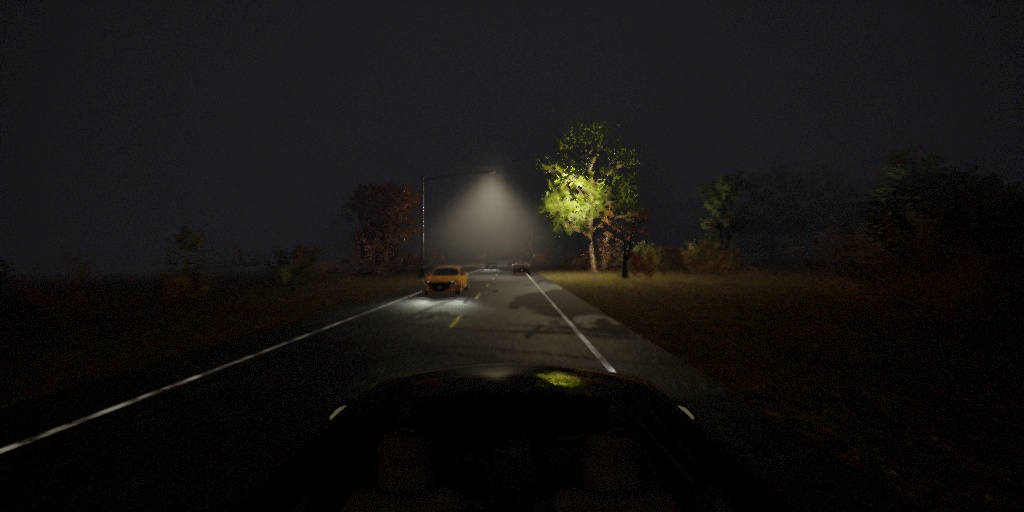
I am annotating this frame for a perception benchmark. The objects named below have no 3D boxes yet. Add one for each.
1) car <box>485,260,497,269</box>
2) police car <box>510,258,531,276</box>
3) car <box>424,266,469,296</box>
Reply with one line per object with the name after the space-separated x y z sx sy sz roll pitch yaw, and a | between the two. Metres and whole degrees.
-3.497 1.452 61.259 2.128 1.511 4.902 0 0 1 | car
1.065 1.318 40.741 1.930 1.638 5.238 0 0 0 | police car
-3.584 1.296 20.218 1.882 1.535 5.008 0 0 0 | car
